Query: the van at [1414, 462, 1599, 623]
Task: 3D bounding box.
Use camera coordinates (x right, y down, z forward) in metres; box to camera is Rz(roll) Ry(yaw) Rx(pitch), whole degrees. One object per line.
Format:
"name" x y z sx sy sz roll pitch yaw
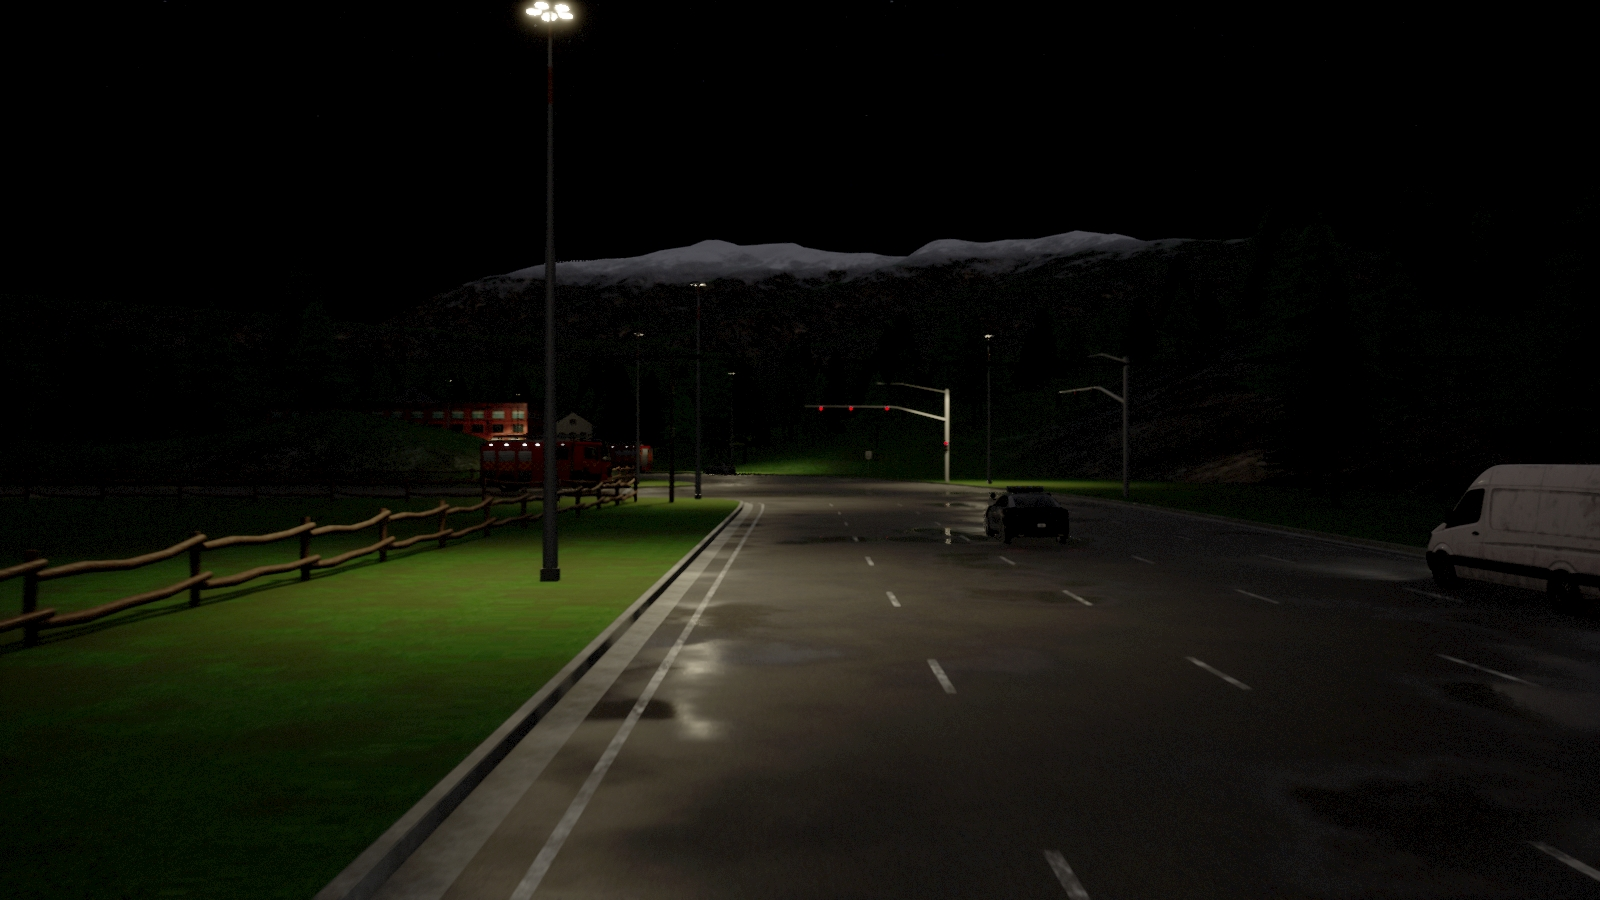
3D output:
"van" 13.993 1.534 21.245 1.988 2.561 5.915 0 0 0

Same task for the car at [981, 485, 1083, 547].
"car" 7.113 1.982 35.574 2.097 1.638 5.238 0 0 0
